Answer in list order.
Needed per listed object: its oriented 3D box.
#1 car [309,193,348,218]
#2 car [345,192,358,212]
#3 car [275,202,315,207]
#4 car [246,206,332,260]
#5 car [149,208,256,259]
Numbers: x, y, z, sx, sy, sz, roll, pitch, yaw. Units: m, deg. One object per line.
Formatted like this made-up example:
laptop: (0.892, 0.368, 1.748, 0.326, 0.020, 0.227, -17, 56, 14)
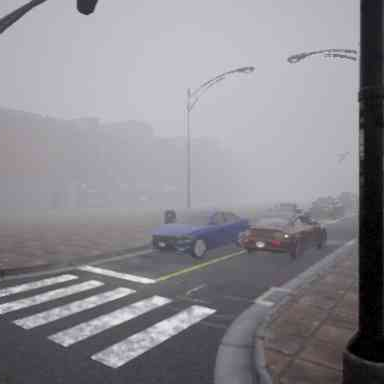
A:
car: (11.598, 1.239, 28.638, 2.097, 1.767, 4.553, 0, 0, 35)
car: (17.719, 1.074, 37.255, 2.150, 2.045, 5.566, 0, 0, 35)
car: (5.850, 1.448, 20.510, 1.812, 1.442, 4.674, 0, 0, 35)
car: (3.538, 1.483, 12.386, 1.812, 1.442, 4.674, 0, 0, 37)
car: (0.459, 1.434, 12.874, 1.882, 1.535, 5.008, 0, 0, 35)
